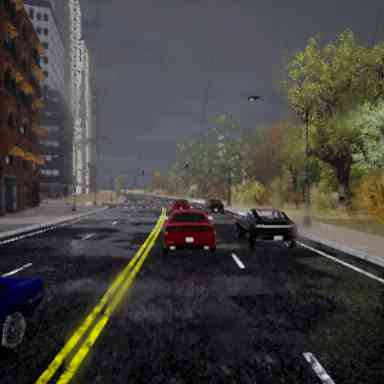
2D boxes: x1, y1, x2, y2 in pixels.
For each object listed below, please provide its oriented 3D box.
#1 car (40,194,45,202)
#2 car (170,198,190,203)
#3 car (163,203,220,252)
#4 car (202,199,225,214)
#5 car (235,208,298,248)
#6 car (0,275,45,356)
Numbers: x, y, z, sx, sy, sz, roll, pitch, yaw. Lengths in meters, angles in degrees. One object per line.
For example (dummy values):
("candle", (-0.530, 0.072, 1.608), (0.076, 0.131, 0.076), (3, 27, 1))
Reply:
("car", (-27.463, 0.985, 56.811), (4.097, 1.590, 1.967), (1, -1, -13))
("car", (-1.210, 1.413, 34.331), (1.882, 1.535, 5.008), (0, 0, -4))
("car", (-0.155, 1.455, 13.763), (1.882, 1.535, 5.008), (0, 0, -2))
("car", (2.097, 1.437, 33.657), (1.837, 1.490, 4.892), (0, 0, -4))
("car", (3.070, 1.463, 14.536), (2.128, 1.511, 4.902), (0, 0, -2))
("car", (-3.364, 1.600, 3.281), (1.895, 1.301, 4.718), (0, 0, 0))
